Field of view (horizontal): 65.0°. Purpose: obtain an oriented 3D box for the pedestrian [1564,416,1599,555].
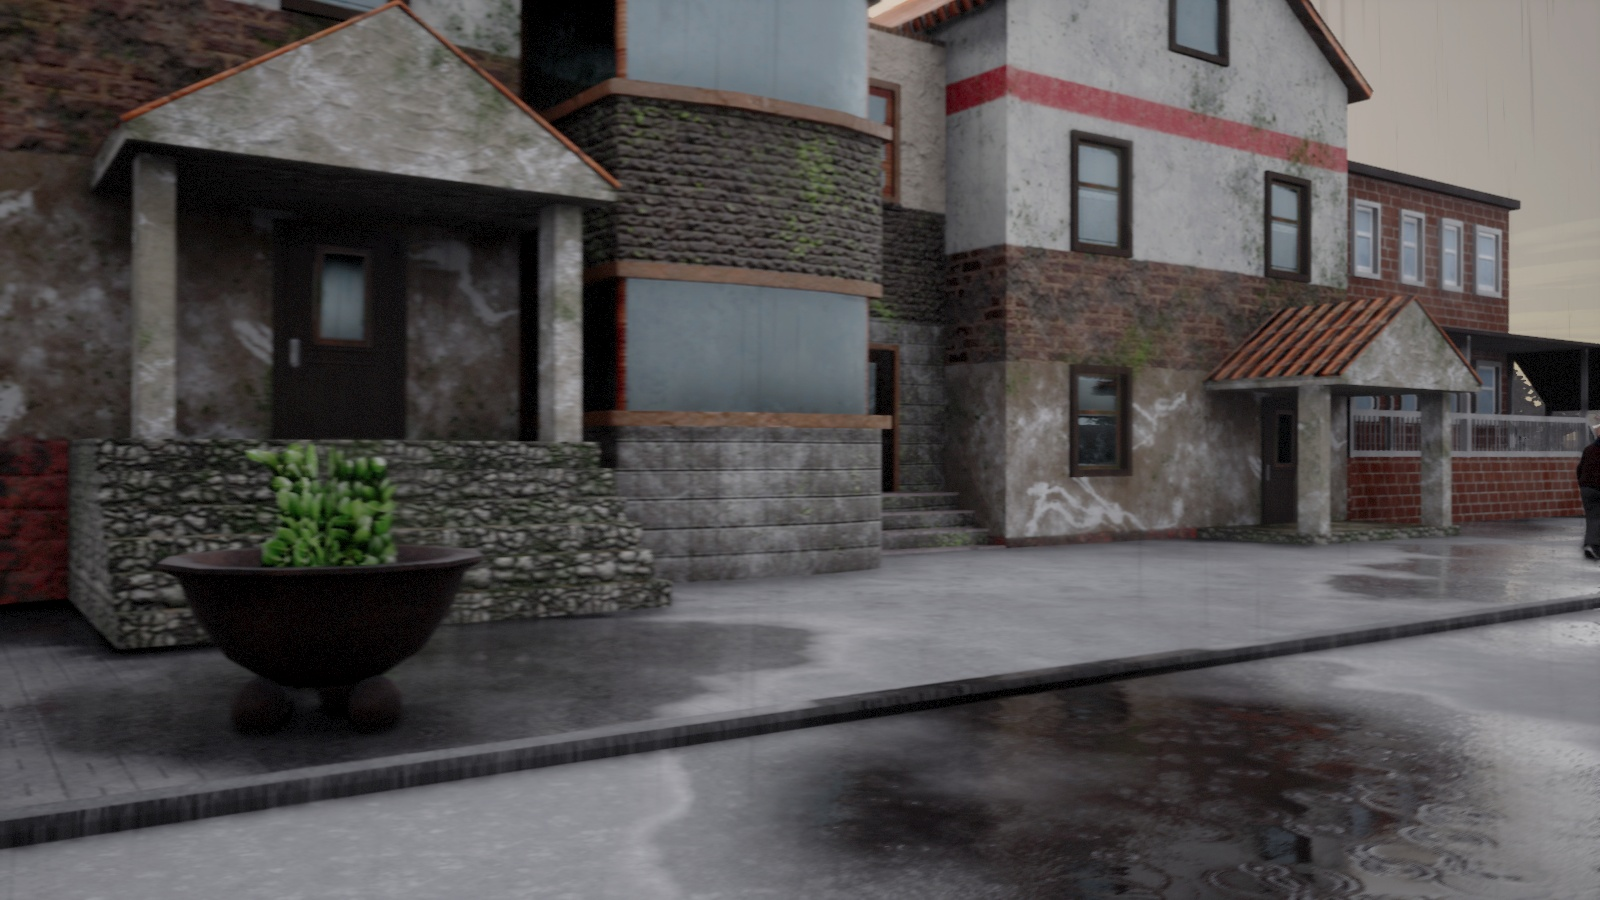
[{"bbox_3d":[10.900,0.472,16.964,0.899,1.844,0.634,0,0,-30],"label":"pedestrian"}]
